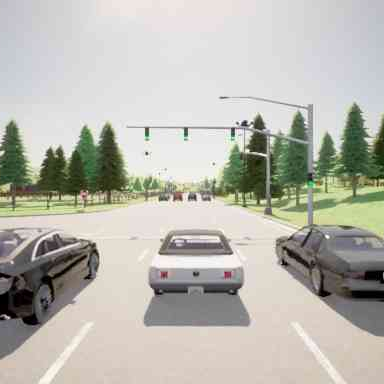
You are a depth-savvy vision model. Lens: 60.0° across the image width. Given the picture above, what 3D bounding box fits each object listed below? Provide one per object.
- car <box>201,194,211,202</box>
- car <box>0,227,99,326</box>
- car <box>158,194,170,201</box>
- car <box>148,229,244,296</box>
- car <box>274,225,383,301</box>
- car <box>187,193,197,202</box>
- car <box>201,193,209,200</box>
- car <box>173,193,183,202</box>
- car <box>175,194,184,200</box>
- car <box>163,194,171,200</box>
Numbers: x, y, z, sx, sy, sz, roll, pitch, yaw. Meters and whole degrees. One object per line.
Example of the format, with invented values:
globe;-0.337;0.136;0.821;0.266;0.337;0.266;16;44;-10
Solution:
car;3.570;1.543;80.567;2.128;1.511;4.902;0;0;0
car;-3.422;1.494;7.054;2.128;1.511;4.902;0;0;0
car;-6.929;1.373;80.963;2.097;1.767;4.553;0;0;0
car;0.088;1.604;8.625;1.895;1.301;4.718;0;0;0
car;3.588;1.550;8.506;2.033;1.411;5.357;0;0;0
car;0.070;1.243;80.600;2.150;2.045;5.566;0;0;0
car;3.579;1.217;90.957;2.097;1.767;4.553;0;0;0
car;-3.430;1.243;80.603;2.150;2.045;5.566;0;0;0
car;-3.421;1.387;90.993;2.128;1.511;4.902;0;0;0
car;-6.921;1.361;90.996;1.837;1.490;4.892;0;0;0
